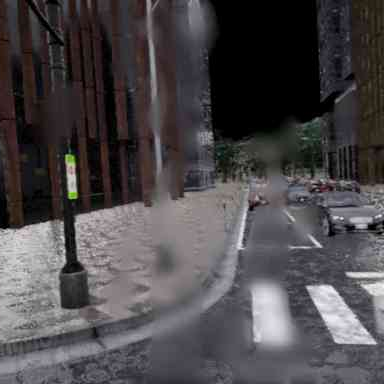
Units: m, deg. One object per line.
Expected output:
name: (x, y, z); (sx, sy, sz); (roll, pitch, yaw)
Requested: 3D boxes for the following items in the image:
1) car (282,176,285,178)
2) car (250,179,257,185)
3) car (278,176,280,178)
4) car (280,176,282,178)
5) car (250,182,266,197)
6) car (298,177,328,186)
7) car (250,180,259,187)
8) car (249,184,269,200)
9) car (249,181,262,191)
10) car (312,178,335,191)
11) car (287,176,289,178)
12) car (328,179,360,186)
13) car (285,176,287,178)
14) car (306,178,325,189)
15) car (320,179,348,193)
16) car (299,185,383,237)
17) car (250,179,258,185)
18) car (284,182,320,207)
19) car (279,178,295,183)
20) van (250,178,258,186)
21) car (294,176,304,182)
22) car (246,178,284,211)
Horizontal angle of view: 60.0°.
car: (23.719, -2.795, 80.961); (1.887, 1.381, 4.507); (-3, 2, 10)
car: (17.192, -2.859, 92.990); (1.752, 1.417, 4.829); (-3, 2, 10)
car: (25.589, -3.527, 91.652); (2.192, 1.841, 5.009); (-3, 2, 10)
car: (24.655, -3.151, 86.307); (1.967, 1.590, 4.097); (-3, 2, 10)
car: (7.772, -0.329, 39.496); (1.752, 1.417, 4.829); (-3, 2, 10)
car: (13.101, -0.542, 36.000); (1.837, 1.490, 4.892); (-3, 2, 10)
car: (13.456, -1.819, 71.760); (1.947, 1.339, 4.313); (-3, 2, 10)
car: (6.863, -0.026, 34.316); (1.802, 1.307, 4.206); (-3, 2, 10)
car: (10.629, -1.074, 55.712); (2.008, 1.369, 4.403); (-3, 2, 10)
car: (17.125, -1.023, 43.516); (1.887, 1.381, 4.507); (-3, 2, 10)
car: (21.835, -2.284, 70.262); (2.008, 1.369, 4.403); (-3, 2, 10)
car: (15.241, -0.508, 32.817); (2.008, 1.369, 4.403); (-3, 2, 10)
car: (22.805, -2.570, 75.778); (1.752, 1.417, 4.829); (-3, 2, 10)
car: (18.095, -1.304, 49.031); (1.752, 1.417, 4.829); (-3, 2, 10)
car: (16.183, -0.768, 38.166); (1.887, 1.381, 4.507); (-3, 2, 10)
car: (5.856, 0.728, 13.156); (2.128, 1.511, 4.902); (-3, 2, 9)
car: (16.282, -2.575, 87.809); (1.947, 1.339, 4.313); (-3, 2, 10)
car: (7.883, 0.249, 24.733); (1.994, 1.385, 4.181); (-3, 2, 11)
car: (10.481, -0.523, 39.391); (2.128, 1.511, 4.902); (-3, 2, 10)
van: (14.384, -2.295, 77.102); (1.690, 1.788, 3.998); (-3, 2, 10)
car: (19.979, -1.811, 59.730); (1.752, 1.417, 4.829); (-3, 2, 10)
car: (4.963, 0.217, 23.607); (2.192, 1.841, 5.009); (-3, 2, 10)
